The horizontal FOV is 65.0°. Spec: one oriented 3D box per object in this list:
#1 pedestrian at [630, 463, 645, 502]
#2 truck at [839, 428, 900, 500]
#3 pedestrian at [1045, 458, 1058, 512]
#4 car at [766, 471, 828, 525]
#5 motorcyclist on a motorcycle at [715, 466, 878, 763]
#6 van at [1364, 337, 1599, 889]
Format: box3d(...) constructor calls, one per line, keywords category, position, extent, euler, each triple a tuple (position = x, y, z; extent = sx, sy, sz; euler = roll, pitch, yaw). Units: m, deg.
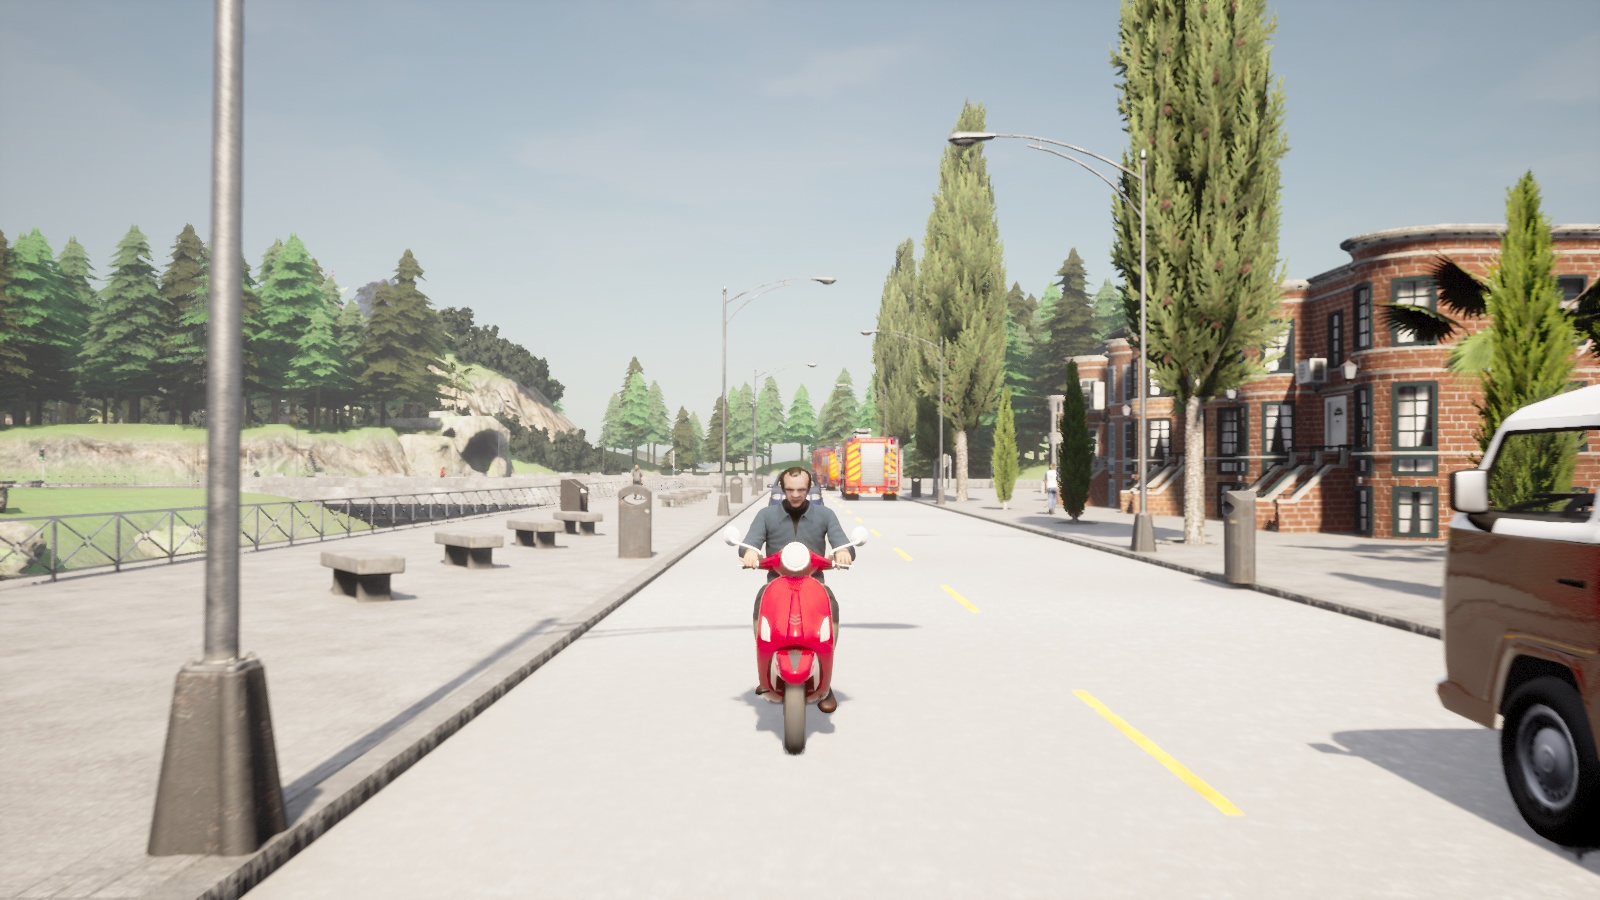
box3d(category="pedestrian", position=(-7.917, 1.580, 61.166), extent=(0.540, 1.848, 0.694), euler=(0, -1, 11))
box3d(category="truck", position=(3.811, 0.817, 70.653), extent=(2.891, 3.827, 8.468), euler=(0, -1, 0))
box3d(category="pedestrian", position=(8.666, 1.214, 43.241), extent=(0.354, 1.836, 0.706), euler=(-1, -1, 17))
box3d(category="car", position=(-0.100, 1.436, 38.362), extent=(1.789, 1.549, 3.705), euler=(0, -1, 0))
box3d(category="motorcyclist on a motorcycle", position=(-0.020, 0.896, 7.645), extent=(0.866, 1.590, 1.817), euler=(0, -1, 0))
box3d(category="van", position=(3.986, 0.594, 4.298), extent=(2.069, 2.038, 4.480), euler=(0, -1, 0))
